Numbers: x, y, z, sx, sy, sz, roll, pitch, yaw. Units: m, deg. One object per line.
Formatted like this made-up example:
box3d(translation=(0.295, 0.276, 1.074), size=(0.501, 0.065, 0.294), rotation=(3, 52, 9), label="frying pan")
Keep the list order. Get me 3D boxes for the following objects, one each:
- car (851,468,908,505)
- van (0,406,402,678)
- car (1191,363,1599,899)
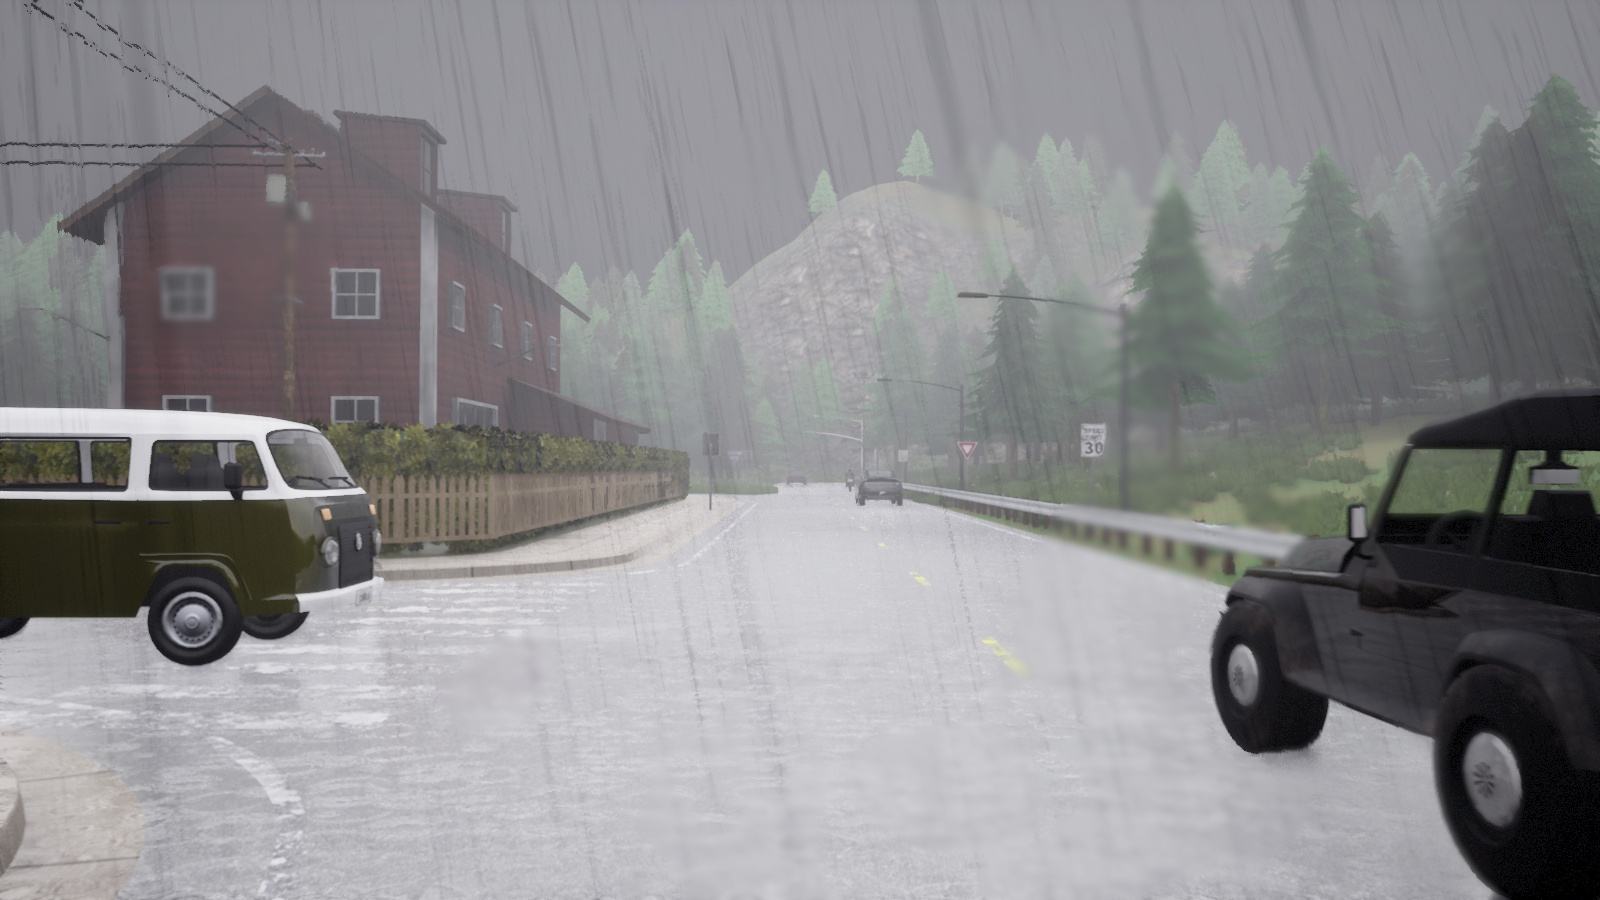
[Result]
box3d(translation=(3.371, 1.536, 53.943), size=(2.128, 1.511, 4.902), rotation=(0, -1, 0), label="car")
box3d(translation=(-5.893, 0.711, 10.519), size=(4.480, 2.038, 2.069), rotation=(0, -1, -2), label="van")
box3d(translation=(3.416, 0.678, 5.728), size=(1.905, 1.878, 3.866), rotation=(0, -1, -3), label="car")
